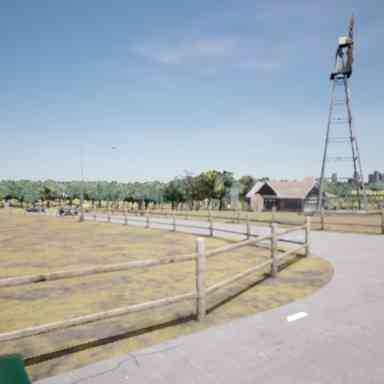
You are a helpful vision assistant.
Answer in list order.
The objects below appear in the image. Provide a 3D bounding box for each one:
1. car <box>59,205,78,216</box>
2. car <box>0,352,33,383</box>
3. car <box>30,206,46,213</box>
[{"bbox_3d":[-18.613,2.771,50.018,2.128,1.511,4.902,0,-2,-36],"label":"car"},{"bbox_3d":[-2.882,1.602,0.888,4.718,1.301,1.895,0,0,-36],"label":"car"},{"bbox_3d":[-36.826,4.144,80.147,2.097,1.767,4.553,0,-3,-36],"label":"car"}]
